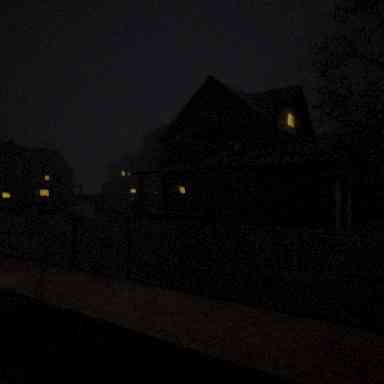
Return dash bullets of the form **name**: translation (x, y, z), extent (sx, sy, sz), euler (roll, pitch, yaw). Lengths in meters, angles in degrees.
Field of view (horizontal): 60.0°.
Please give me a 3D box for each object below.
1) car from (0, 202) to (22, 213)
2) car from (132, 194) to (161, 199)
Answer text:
- **car**: translation (-15.471, 1.510, 27.265), extent (1.994, 1.385, 4.181), euler (0, 1, 35)
- **car**: translation (-5.550, 0.896, 41.203), extent (2.097, 1.767, 4.553), euler (0, 2, 36)
